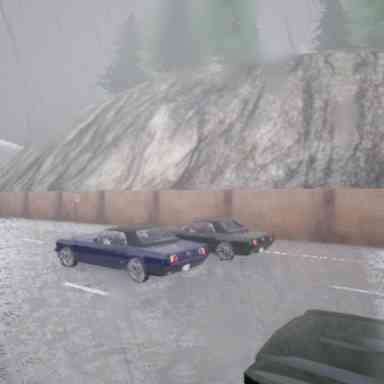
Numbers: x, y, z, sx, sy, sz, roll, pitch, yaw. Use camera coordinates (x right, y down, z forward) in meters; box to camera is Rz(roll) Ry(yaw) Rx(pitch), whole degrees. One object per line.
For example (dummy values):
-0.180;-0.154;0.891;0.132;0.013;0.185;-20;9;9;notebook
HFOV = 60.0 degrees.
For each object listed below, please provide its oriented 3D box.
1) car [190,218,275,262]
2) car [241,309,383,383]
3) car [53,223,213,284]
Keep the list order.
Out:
0.470;1.624;12.260;4.718;1.301;1.895;0;0;36;car
2.664;1.597;2.091;4.718;1.301;1.895;0;0;36;car
-1.956;1.626;9.695;4.718;1.301;1.895;0;0;36;car
